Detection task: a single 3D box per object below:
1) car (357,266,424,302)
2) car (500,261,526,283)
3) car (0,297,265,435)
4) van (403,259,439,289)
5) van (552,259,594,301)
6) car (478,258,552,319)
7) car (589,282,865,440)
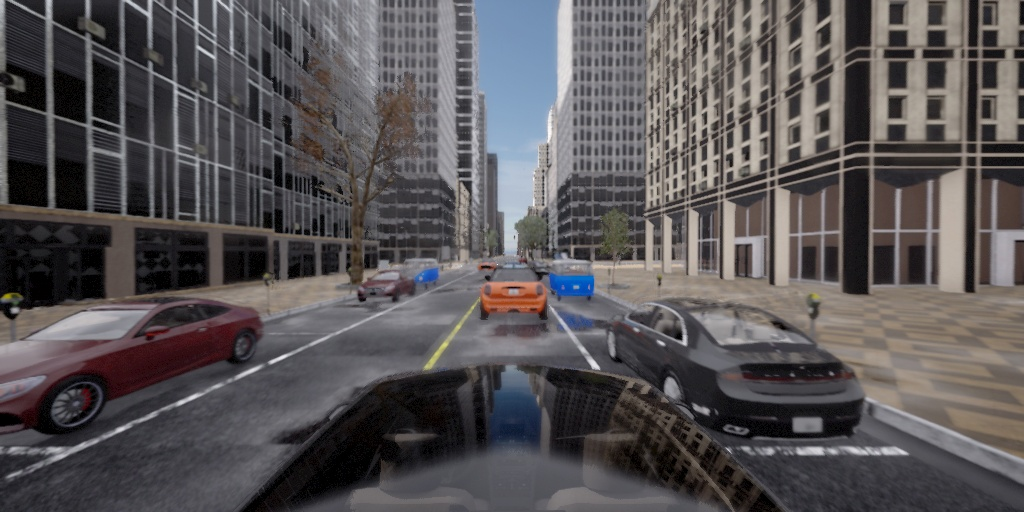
[{"bbox_3d":[-5.694,1.306,16.806,1.802,1.307,4.207,0,0,0],"label":"car"},{"bbox_3d":[0.066,1.209,28.223,1.837,1.490,4.892,0,0,0],"label":"car"},{"bbox_3d":[-5.693,1.326,5.438,1.802,1.307,4.207,0,0,0],"label":"car"},{"bbox_3d":[-5.695,1.055,22.490,1.690,1.789,3.998,0,0,0],"label":"van"},{"bbox_3d":[2.686,1.065,16.807,1.690,1.789,3.998,0,0,0],"label":"van"},{"bbox_3d":[0.066,1.083,12.800,2.097,1.767,4.553,0,0,0],"label":"car"},{"bbox_3d":[2.688,1.294,5.439,2.007,1.370,4.403,0,0,0],"label":"car"}]
